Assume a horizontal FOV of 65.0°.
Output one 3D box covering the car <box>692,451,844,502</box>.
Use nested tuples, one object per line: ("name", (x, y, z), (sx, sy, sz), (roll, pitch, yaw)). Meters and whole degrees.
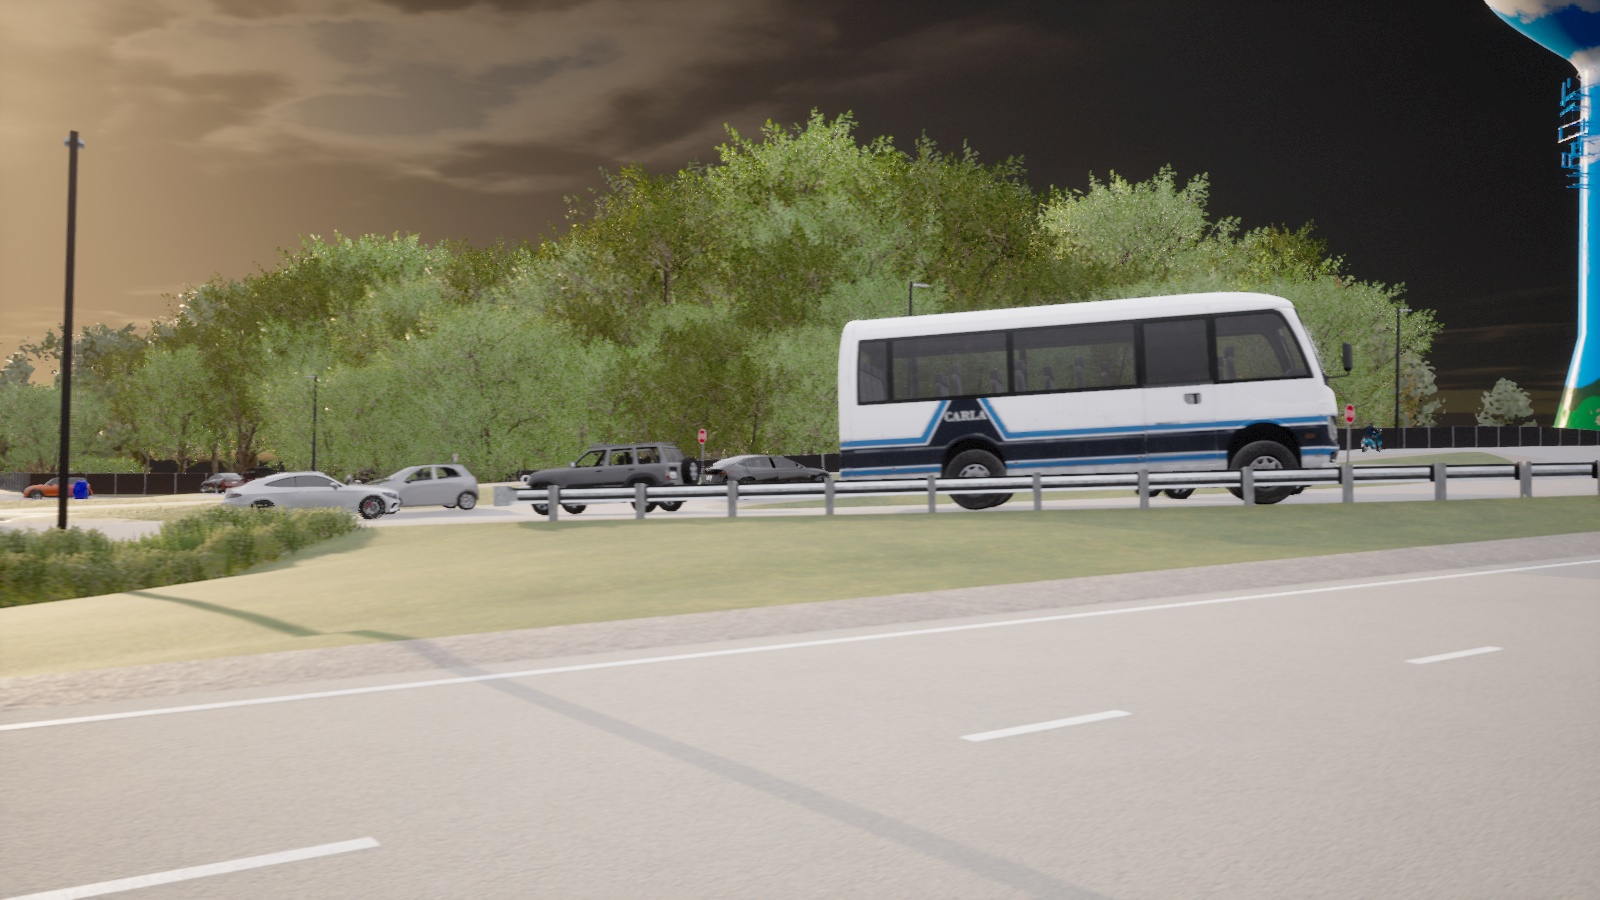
("car", (-1.081, 0.881, 43.557), (4.792, 1.488, 2.163), (-3, 1, -34))

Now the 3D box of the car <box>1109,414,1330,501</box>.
("car", (10.039, 0.166, 30.197), (4.605, 1.855, 1.932), (-2, 0, -10))

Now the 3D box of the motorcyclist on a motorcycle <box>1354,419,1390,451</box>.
("motorcyclist on a motorcycle", (29.854, -0.790, 65.529), (1.817, 1.590, 0.866), (-2, 1, -33))

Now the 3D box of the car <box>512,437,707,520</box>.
("car", (-5.014, 0.779, 33.135), (4.605, 1.855, 1.932), (-4, -3, 18))

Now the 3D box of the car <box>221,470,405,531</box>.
("car", (-13.647, 1.375, 35.343), (4.674, 1.442, 1.812), (-2, 0, -21))

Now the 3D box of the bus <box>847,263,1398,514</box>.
("bus", (6.534, -0.996, 26.572), (10.273, 4.253, 3.944), (-3, -3, 15))

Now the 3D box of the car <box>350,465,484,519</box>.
("car", (-12.164, 1.300, 39.917), (3.633, 1.501, 1.845), (-2, 1, -36))
